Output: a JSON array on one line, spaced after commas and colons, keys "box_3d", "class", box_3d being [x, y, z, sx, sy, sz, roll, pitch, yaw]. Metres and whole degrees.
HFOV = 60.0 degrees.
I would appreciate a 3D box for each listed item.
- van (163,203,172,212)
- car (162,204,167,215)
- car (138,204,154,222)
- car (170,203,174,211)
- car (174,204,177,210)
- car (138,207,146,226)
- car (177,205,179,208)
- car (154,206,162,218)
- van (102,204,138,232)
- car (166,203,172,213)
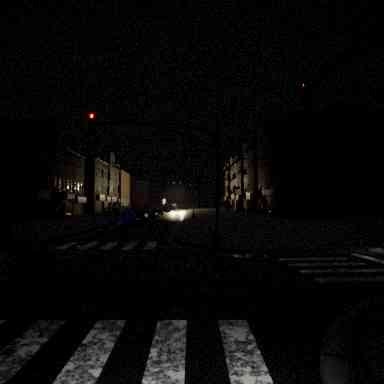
[{"box_3d": [-5.517, 3.501, 75.019, 1.690, 1.788, 3.998, 1, -2, 0], "class": "van"}, {"box_3d": [-5.470, 3.035, 53.862, 1.802, 1.307, 4.206, 2, -2, 0], "class": "car"}, {"box_3d": [-5.409, 2.120, 32.718, 2.192, 1.841, 5.009, 2, -2, 0], "class": "car"}, {"box_3d": [-5.506, 3.419, 69.728, 1.967, 1.590, 4.097, 1, -2, 0], "class": "car"}, {"box_3d": [-5.548, 4.086, 85.586, 2.008, 1.369, 4.403, 1, -2, 0], "class": "car"}, {"box_3d": [-5.404, 2.211, 27.728, 2.008, 1.369, 4.403, 2, -2, 0], "class": "car"}, {"box_3d": [-5.556, 4.041, 90.880, 2.192, 1.841, 5.009, 1, -2, 0], "class": "car"}, {"box_3d": [-5.442, 2.666, 43.287, 1.887, 1.381, 4.507, 2, -2, 0], "class": "car"}, {"box_3d": [-5.390, 1.905, 24.415, 1.690, 1.788, 3.998, 2, -2, 0], "class": "van"}, {"box_3d": [-5.495, 3.344, 64.438, 1.887, 1.381, 4.507, 1, -2, 0], "class": "car"}]
